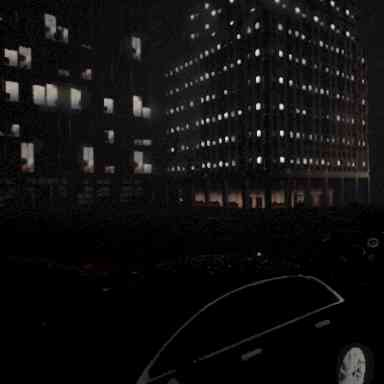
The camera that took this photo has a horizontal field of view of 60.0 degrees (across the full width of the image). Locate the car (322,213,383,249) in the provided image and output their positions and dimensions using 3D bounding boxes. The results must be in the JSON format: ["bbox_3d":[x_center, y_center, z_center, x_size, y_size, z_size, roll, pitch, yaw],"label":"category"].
[{"bbox_3d":[6.001,1.432,10.854,4.097,1.590,1.967,0,-1,-35],"label":"car"}]

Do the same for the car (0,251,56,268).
[{"bbox_3d":[-3.159,1.545,4.322,4.507,1.381,1.887,0,-1,-35],"label":"car"}]

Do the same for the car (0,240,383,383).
[{"bbox_3d":[0.019,1.504,3.390,4.892,1.490,1.837,0,0,-35],"label":"car"}]
